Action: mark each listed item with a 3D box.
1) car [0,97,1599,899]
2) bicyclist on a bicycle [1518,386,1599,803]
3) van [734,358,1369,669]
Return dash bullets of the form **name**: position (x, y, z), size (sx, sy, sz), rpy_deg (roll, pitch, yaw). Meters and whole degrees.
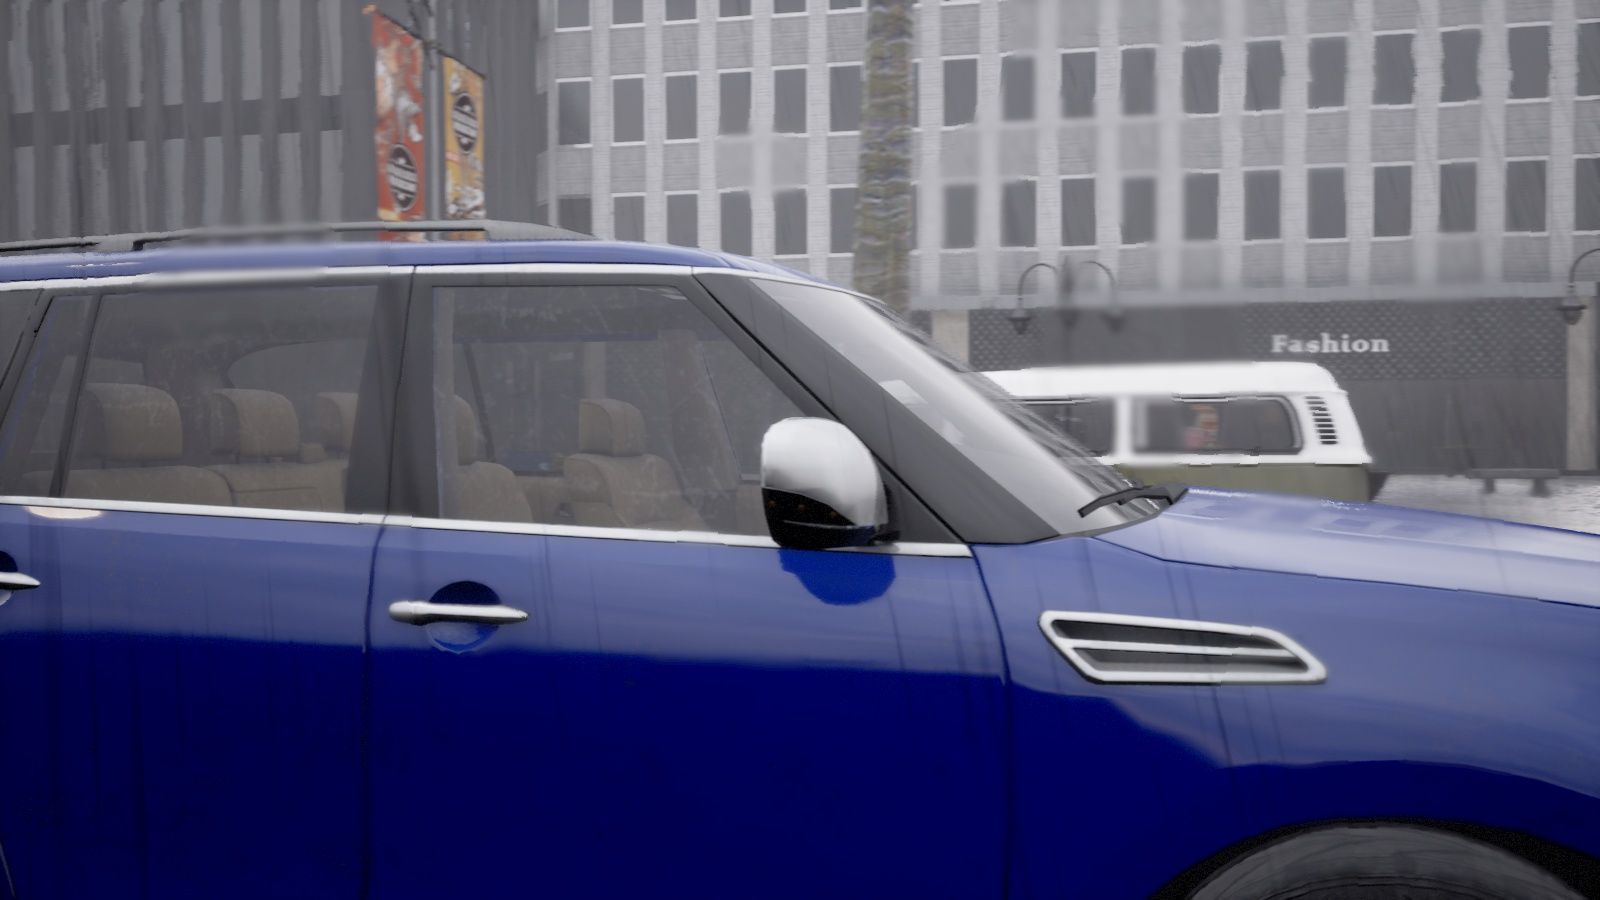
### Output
- **car**: position (-0.496, 0.485, 3.387), size (5.566, 2.045, 2.150), rpy_deg (0, 1, 16)
- **bicyclist on a bicycle**: position (4.177, 0.619, 5.357), size (1.843, 1.776, 0.659), rpy_deg (1, 2, 23)
- **van**: position (1.948, 0.386, 9.944), size (4.480, 2.038, 2.069), rpy_deg (1, 1, 19)
